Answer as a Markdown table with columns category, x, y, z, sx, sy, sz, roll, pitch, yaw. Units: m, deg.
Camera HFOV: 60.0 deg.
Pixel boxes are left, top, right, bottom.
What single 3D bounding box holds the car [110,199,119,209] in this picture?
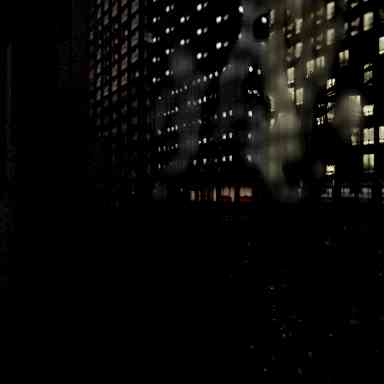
| category | x | y | z | sx | sy | sz | roll | pitch | yaw |
| --- | --- | --- | --- | --- | --- | --- | --- | --- | --- |
| car | -10.103 | 1.283 | 37.986 | 1.895 | 1.301 | 4.718 | 0 | 0 | -37 |
